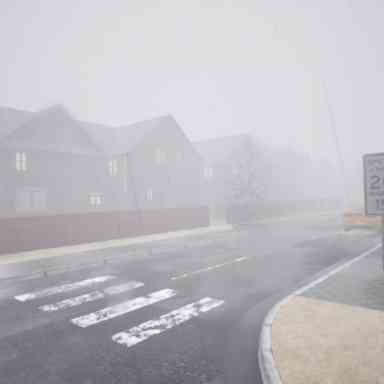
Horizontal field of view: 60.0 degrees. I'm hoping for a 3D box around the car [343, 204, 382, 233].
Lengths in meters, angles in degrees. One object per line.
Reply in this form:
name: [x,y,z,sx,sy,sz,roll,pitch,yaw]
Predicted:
car: [10.127,1.391,18.843,1.882,1.535,5.008,-2,-1,41]
